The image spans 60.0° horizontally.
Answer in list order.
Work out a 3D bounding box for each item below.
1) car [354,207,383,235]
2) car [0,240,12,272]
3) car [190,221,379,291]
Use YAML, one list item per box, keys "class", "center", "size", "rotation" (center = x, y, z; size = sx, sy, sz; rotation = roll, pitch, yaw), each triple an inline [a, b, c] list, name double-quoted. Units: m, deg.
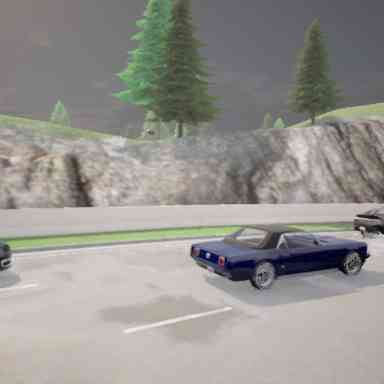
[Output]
- class: "car"
  center: [9.915, 1.424, 15.460]
  size: [4.902, 1.511, 2.128]
  rotation: [0, 0, -16]
- class: "car"
  center: [-6.821, 1.409, 7.492]
  size: [4.892, 1.490, 1.837]
  rotation: [0, 0, -37]
- class: "car"
  center: [2.433, 1.544, 8.780]
  size: [4.718, 1.301, 1.895]
  rotation: [0, 0, -26]
